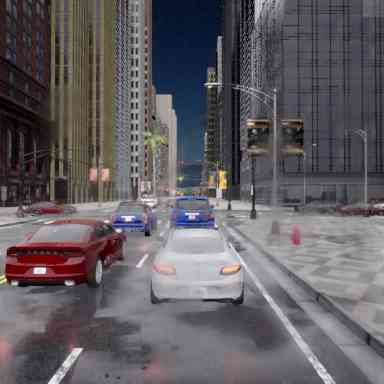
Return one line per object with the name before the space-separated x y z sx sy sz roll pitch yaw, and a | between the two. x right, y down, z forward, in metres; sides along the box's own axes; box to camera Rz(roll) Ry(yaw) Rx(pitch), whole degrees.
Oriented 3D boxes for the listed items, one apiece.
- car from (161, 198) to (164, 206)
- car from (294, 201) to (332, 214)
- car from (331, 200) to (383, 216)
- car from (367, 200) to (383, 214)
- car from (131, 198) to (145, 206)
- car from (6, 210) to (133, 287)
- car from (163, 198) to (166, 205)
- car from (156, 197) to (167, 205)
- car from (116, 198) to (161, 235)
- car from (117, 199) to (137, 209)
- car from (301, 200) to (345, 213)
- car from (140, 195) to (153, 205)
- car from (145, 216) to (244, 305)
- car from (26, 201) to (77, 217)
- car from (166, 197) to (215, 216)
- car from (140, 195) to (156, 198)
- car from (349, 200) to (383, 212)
car | -6.550 1.805 60.610 1.837 1.490 4.892 0 0 1
car | 13.210 1.635 35.840 4.181 1.385 1.994 0 -1 -1
car | 15.325 1.577 30.101 4.206 1.307 1.802 0 0 -1
car | 21.763 1.568 35.968 4.674 1.442 1.812 0 -1 -1
car | -9.798 1.827 60.765 1.812 1.442 4.674 0 0 1
car | -3.149 1.489 9.373 1.882 1.535 5.008 0 0 0
car | -3.171 1.828 55.614 1.994 1.385 4.181 0 0 0
car | -6.476 1.902 70.568 1.812 1.442 4.674 0 0 0
car | -3.144 1.391 18.600 2.097 1.767 4.553 0 0 0
car | -9.830 1.778 50.855 2.033 1.411 5.357 0 0 0
car | 15.197 1.662 38.624 4.313 1.339 1.947 0 0 -1
car | -9.726 1.609 71.339 2.150 2.045 5.566 0 0 0
car | 0.102 1.534 8.003 1.812 1.442 4.674 0 0 0
car | -13.771 1.657 32.677 4.674 1.442 1.812 -1 0 -8
car | 0.032 1.257 17.705 2.150 2.045 5.566 0 0 1
car | -6.582 1.452 50.898 2.150 2.045 5.566 0 0 0
car | 20.837 1.643 38.710 4.313 1.339 1.947 0 0 -1
